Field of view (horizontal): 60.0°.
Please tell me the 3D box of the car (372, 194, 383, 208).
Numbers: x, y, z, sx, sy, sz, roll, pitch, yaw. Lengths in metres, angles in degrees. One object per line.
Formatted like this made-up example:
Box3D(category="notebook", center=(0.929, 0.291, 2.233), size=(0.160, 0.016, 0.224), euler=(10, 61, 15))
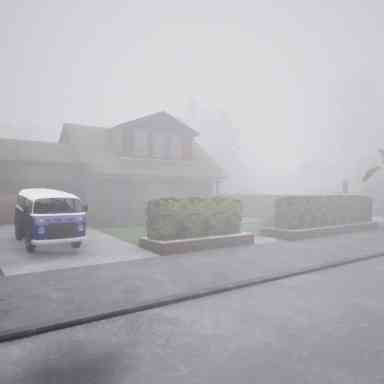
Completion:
Box3D(category="car", center=(24.038, 0.986, 40.783), size=(3.866, 1.878, 1.905), euler=(0, 0, 0))
